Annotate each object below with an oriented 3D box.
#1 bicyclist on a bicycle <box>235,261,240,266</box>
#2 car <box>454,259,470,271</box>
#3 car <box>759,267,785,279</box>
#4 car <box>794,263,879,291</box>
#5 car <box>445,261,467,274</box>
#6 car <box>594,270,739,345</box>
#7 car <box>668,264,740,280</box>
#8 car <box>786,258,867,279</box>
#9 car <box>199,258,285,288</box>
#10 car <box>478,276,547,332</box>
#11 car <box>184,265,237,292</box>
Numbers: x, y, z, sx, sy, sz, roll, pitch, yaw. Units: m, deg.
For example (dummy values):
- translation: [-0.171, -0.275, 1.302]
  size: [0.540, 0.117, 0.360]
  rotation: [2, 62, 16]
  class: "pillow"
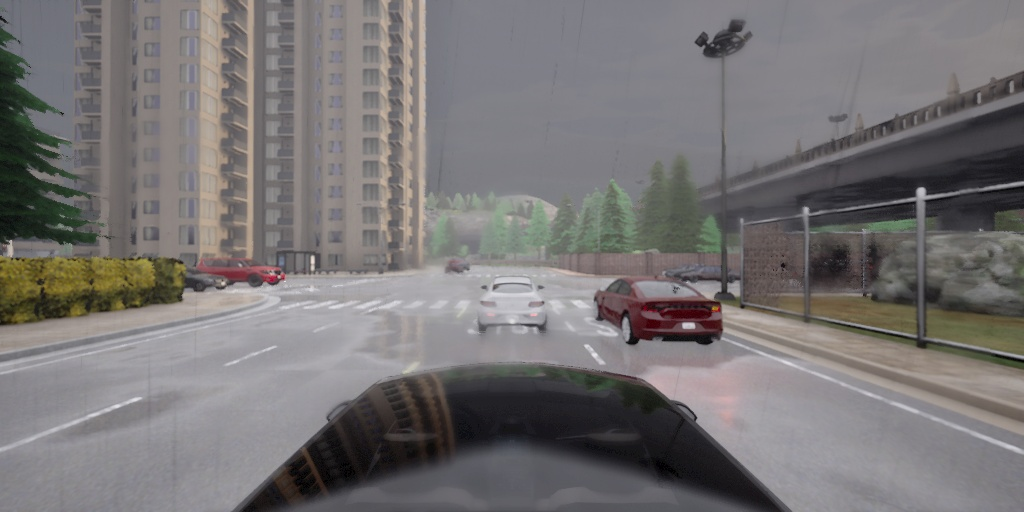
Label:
- translation: [-28.754, 1.310, 37.673]
  size: [0.582, 1.620, 1.656]
  rotation: [0, 0, 0]
  class: "bicyclist on a bicycle"
- translation: [-7.581, 1.588, 56.410]
  size: [2.033, 1.411, 5.357]
  rotation: [0, 0, -3]
  class: "car"
- translation: [25.273, 1.520, 33.069]
  size: [4.181, 1.385, 1.994]
  rotation: [0, 0, 0]
  class: "car"
- translation: [20.989, 1.380, 22.425]
  size: [5.008, 1.535, 1.882]
  rotation: [0, 0, 1]
  class: "car"
- translation: [-7.347, 1.586, 45.787]
  size: [1.895, 1.301, 4.718]
  rotation: [0, 0, 0]
  class: "car"
- translation: [3.560, 1.268, 9.684]
  size: [1.882, 1.535, 5.008]
  rotation: [0, 0, 0]
  class: "car"
- translation: [16.197, 1.490, 29.544]
  size: [5.357, 1.411, 2.033]
  rotation: [0, 0, 0]
  class: "car"
- translation: [26.368, 1.159, 29.579]
  size: [5.566, 2.045, 2.150]
  rotation: [0, 0, 0]
  class: "car"
- translation: [-19.463, 1.163, 25.723]
  size: [5.566, 2.045, 2.150]
  rotation: [0, 0, 0]
  class: "car"
- translation: [0.017, 1.324, 10.907]
  size: [1.812, 1.442, 4.674]
  rotation: [0, 0, 0]
  class: "car"
- translation: [-20.239, 1.450, 22.227]
  size: [4.674, 1.442, 1.812]
  rotation: [0, 0, 0]
  class: "car"
